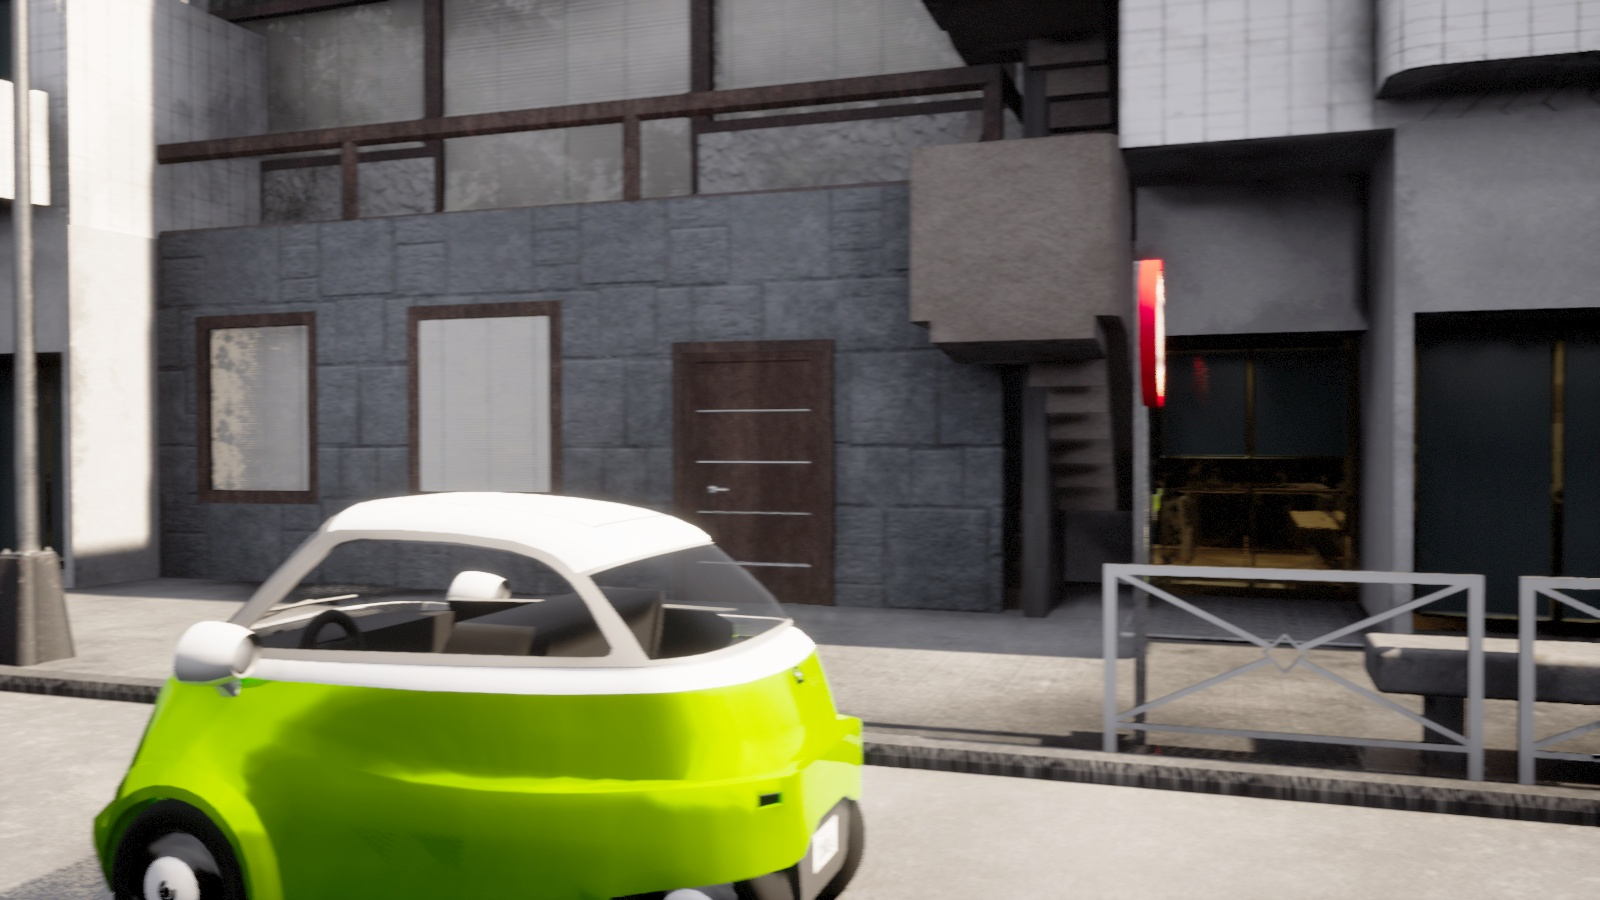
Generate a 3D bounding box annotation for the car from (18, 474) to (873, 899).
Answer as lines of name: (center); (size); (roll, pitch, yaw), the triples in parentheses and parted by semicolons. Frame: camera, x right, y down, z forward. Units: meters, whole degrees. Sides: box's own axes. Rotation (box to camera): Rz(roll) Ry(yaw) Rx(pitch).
car: (-1.031, 0.812, 4.067); (2.207, 1.376, 1.481); (1, 1, 19)
